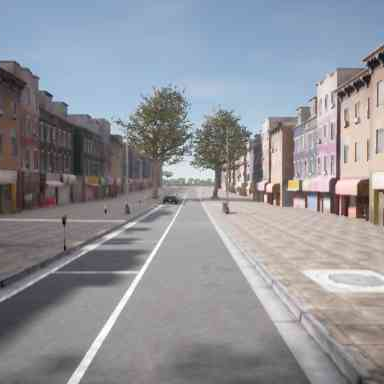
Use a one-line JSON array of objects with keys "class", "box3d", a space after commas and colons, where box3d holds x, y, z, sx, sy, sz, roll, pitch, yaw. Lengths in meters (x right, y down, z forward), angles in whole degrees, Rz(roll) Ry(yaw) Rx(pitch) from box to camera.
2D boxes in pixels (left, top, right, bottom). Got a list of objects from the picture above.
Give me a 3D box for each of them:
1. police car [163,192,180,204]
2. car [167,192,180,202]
[{"class": "police car", "box3d": [-3.008, 0.865, 47.889, 1.930, 1.638, 5.238, 0, 1, 0]}, {"class": "car", "box3d": [-3.014, 0.754, 54.778, 1.882, 1.535, 5.008, 0, 1, 0]}]
